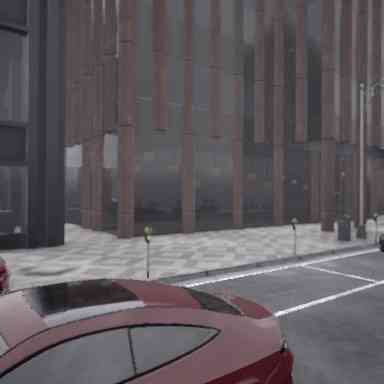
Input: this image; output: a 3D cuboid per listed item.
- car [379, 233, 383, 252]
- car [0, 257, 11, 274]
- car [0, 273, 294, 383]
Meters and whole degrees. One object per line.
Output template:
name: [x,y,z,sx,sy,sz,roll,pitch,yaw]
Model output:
car: [9.147,1.689,13.139,4.313,1.339,1.947,1,0,-35]
car: [-4.591,1.304,3.374,5.009,1.841,2.192,1,0,-35]
car: [-1.153,1.531,2.552,4.674,1.442,1.812,1,0,-35]
